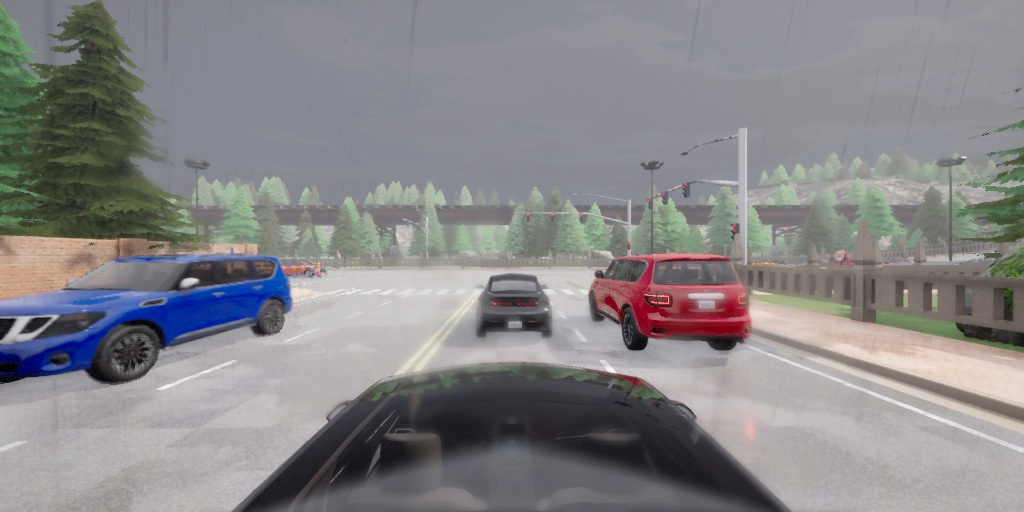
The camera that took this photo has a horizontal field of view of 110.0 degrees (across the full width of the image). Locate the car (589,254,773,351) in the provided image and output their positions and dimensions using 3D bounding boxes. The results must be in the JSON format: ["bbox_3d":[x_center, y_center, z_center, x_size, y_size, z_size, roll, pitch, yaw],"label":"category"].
[{"bbox_3d":[3.519,0.971,9.158,2.150,2.045,5.566,0,0,0],"label":"car"}]

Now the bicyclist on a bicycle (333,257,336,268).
[{"bbox_3d":[-27.397,1.051,55.722,0.582,1.620,1.656,0,0,0],"label":"bicyclist on a bicycle"}]

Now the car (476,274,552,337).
[{"bbox_3d":[0.023,1.255,10.260,1.837,1.490,4.892,0,0,-1],"label":"car"}]

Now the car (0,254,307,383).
[{"bbox_3d":[-7.045,0.971,7.459,2.150,2.045,5.566,0,0,1],"label":"car"}]

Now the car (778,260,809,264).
[{"bbox_3d":[34.189,1.287,41.059,5.357,1.411,2.033,0,0,0],"label":"car"}]

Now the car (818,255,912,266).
[{"bbox_3d":[29.849,0.969,30.336,5.566,2.045,2.150,0,0,0],"label":"car"}]

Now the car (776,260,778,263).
[{"bbox_3d":[34.766,1.240,48.059,4.892,1.490,1.837,0,0,0],"label":"car"}]

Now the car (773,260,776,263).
[{"bbox_3d":[29.247,1.242,44.535,4.902,1.511,2.128,0,0,0],"label":"car"}]

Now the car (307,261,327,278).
[{"bbox_3d":[-19.954,1.102,33.749,4.553,1.767,2.097,0,0,0],"label":"car"}]

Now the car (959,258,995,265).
[{"bbox_3d":[45.372,0.922,33.939,4.902,1.511,2.128,-3,0,0],"label":"car"}]

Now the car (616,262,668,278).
[{"bbox_3d":[12.198,1.314,33.798,4.181,1.385,1.994,0,0,0],"label":"car"}]
